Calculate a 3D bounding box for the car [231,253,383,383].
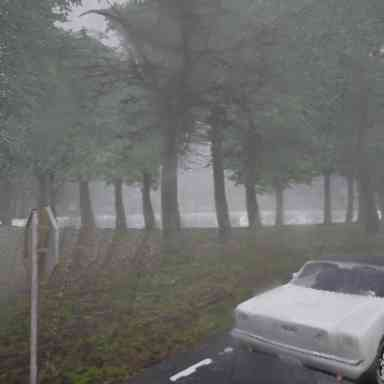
[{"bbox_3d":[2.740,1.835,5.785,1.895,1.301,4.718,-5,-4,44],"label":"car"}]
